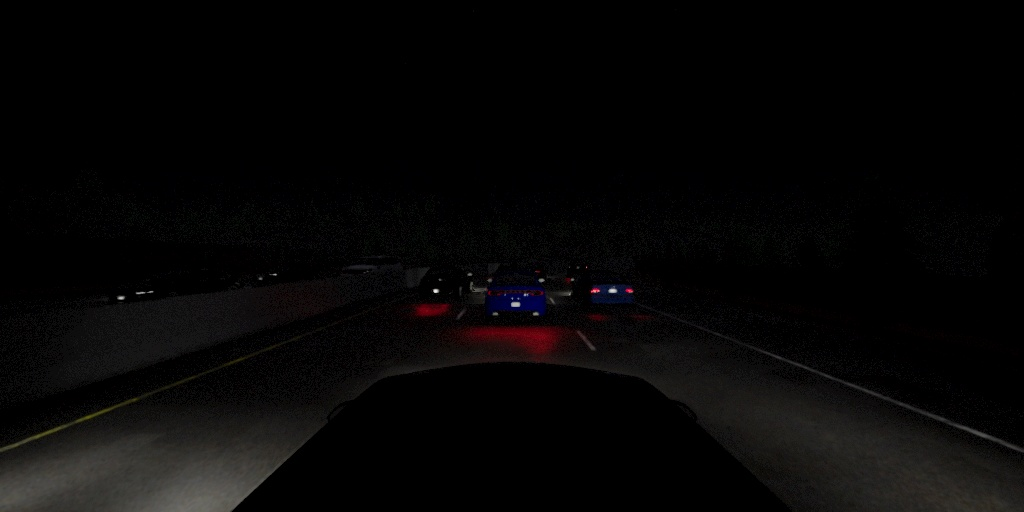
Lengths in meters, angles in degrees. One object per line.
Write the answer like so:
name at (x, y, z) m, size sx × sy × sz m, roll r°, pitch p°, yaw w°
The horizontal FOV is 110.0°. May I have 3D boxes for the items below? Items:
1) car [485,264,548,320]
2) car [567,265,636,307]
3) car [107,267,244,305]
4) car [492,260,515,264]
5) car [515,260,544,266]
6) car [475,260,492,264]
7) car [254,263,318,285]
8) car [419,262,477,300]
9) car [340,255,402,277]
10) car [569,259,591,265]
car at (0.141, 1.231, 12.689) m, size 1.882 × 1.535 × 5.008 m, roll 0°, pitch 0°, yaw 1°
car at (3.694, 1.299, 15.365) m, size 2.033 × 1.411 × 5.357 m, roll 0°, pitch 0°, yaw 2°
car at (-13.923, 1.261, 15.273) m, size 1.837 × 1.490 × 4.892 m, roll 0°, pitch 0°, yaw 2°
car at (-0.213, 1.269, 36.691) m, size 1.812 × 1.442 × 4.674 m, roll 0°, pitch 0°, yaw 15°
car at (1.944, 1.287, 30.845) m, size 2.033 × 1.411 × 5.357 m, roll 0°, pitch 0°, yaw 12°
car at (-5.360, 1.378, 54.369) m, size 1.895 × 1.301 × 4.718 m, roll 0°, pitch 0°, yaw 24°
car at (-16.576, 1.262, 26.554) m, size 2.128 × 1.511 × 4.902 m, roll 0°, pitch 0°, yaw 8°
car at (-3.165, 1.257, 17.930) m, size 1.837 × 1.490 × 4.892 m, roll 0°, pitch 0°, yaw 3°
car at (-9.720, 0.981, 25.382) m, size 2.150 × 2.045 × 5.566 m, roll 0°, pitch 0°, yaw 8°
car at (6.556, 1.076, 34.875) m, size 2.097 × 1.767 × 4.553 m, roll 0°, pitch 0°, yaw 14°
